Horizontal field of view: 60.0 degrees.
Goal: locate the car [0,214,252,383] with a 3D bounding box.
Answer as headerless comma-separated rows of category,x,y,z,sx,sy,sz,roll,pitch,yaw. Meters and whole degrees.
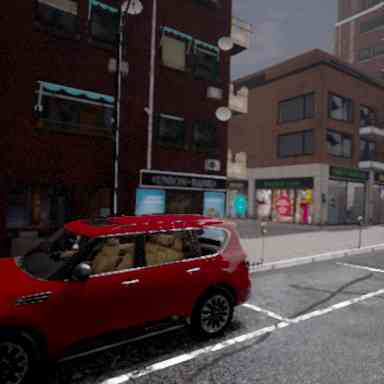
car,-1.255,1.336,5.169,5.009,1.841,2.192,1,1,-35
